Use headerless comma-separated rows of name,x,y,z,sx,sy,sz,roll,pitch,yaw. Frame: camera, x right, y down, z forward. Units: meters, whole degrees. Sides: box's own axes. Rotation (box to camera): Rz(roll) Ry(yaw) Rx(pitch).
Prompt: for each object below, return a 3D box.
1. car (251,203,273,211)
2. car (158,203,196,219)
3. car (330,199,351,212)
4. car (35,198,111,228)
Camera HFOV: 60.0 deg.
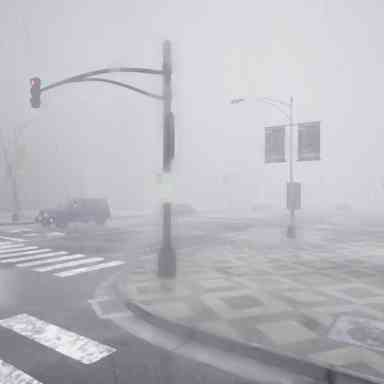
car,11.013,2.366,52.020,1.895,1.301,4.718,0,-1,35
car,-1.458,1.925,34.529,1.837,1.490,4.892,0,-1,35
car,24.540,2.382,54.106,2.128,1.511,4.902,0,-1,35
car,-8.550,1.462,24.492,2.150,2.045,5.566,0,-1,35
